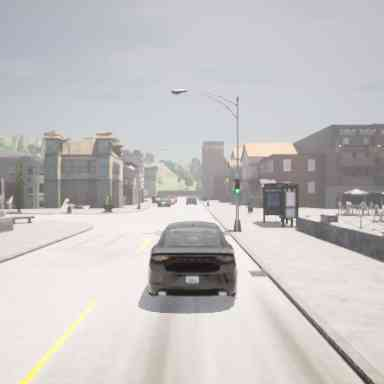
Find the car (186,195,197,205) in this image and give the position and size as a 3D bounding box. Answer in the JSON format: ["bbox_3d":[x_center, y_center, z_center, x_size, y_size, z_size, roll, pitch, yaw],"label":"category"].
[{"bbox_3d":[-0.089,1.573,62.539,1.882,1.535,5.008,0,0,0],"label":"car"}]

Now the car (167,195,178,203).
[{"bbox_3d":[-4.217,1.463,71.105,2.097,1.767,4.553,0,0,0],"label":"car"}]

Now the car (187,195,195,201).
[{"bbox_3d":[-0.268,1.633,87.244,1.837,1.490,4.892,0,0,0],"label":"car"}]

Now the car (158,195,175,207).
[{"bbox_3d":[-4.252,1.571,51.942,2.128,1.511,4.902,0,0,0],"label":"car"}]

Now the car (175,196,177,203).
[{"bbox_3d":[-4.252,1.445,61.042,2.097,1.767,4.553,0,0,0],"label":"car"}]

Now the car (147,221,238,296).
[{"bbox_3d":[0.026,1.491,8.721,1.882,1.535,5.008,0,0,0],"label":"car"}]
